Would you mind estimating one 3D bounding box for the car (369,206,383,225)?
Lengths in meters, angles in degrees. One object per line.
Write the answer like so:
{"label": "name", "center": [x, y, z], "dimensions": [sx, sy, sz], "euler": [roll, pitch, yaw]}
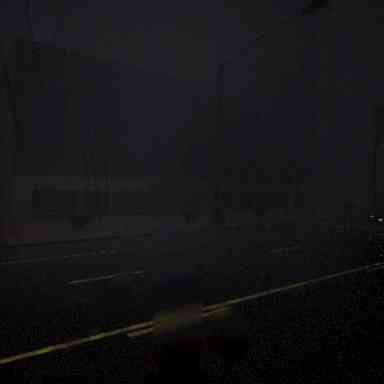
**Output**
{"label": "car", "center": [13.929, 1.482, 22.527], "dimensions": [4.892, 1.490, 1.837], "euler": [-1, 0, -36]}
